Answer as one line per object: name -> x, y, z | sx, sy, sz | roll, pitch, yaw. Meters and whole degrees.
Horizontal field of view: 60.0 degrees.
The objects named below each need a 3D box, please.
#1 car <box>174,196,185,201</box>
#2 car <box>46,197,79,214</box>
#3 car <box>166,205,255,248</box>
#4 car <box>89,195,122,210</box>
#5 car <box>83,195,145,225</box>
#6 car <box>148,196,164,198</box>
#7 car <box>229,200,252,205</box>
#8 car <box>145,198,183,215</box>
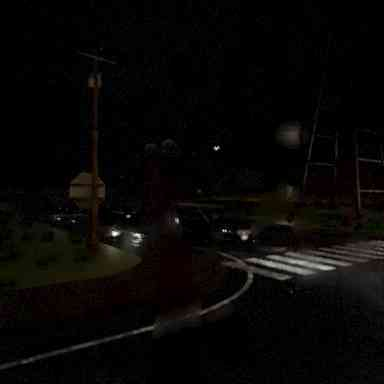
car -> -3.838, 1.913, 95.359 | 1.994, 1.385, 4.181 | 1, 0, -38
car -> -14.118, 1.570, 35.874 | 1.837, 1.490, 4.892 | 0, -1, -36
car -> 0.929, 1.558, 15.447 | 2.128, 1.511, 4.902 | 0, 0, -29
car -> -11.860, 1.429, 45.698 | 3.866, 1.878, 1.905 | 0, 0, -36
car -> -5.952, 1.285, 24.850 | 2.150, 2.045, 5.566 | 0, 0, -36
car -> -7.194, 1.517, 61.752 | 4.605, 1.855, 1.932 | 0, 0, -36
car -> 6.238, 1.730, 43.726 | 3.905, 1.438, 1.784 | 0, 0, -36
car -> -3.434, 1.627, 35.159 | 4.193, 1.474, 1.816 | 0, 0, -36
